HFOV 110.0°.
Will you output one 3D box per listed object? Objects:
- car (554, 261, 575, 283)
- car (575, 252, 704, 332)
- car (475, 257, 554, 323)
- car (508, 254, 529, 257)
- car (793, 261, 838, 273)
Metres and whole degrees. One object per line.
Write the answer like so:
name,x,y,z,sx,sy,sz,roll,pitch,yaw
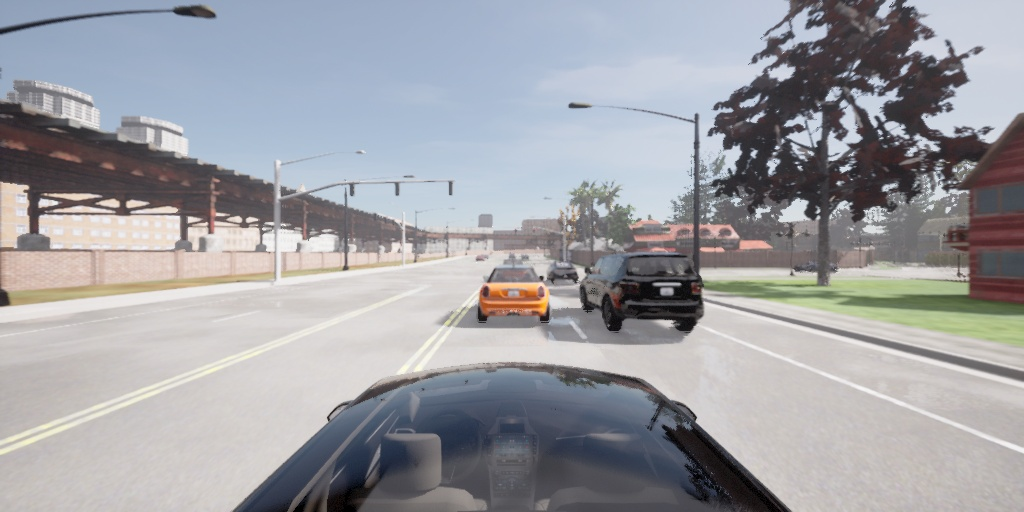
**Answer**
car,3.548,1.133,26.015,2.128,1.511,4.902,0,0,0
car,3.556,0.931,10.875,2.150,2.045,5.566,0,-1,0
car,0.061,1.053,12.130,2.097,1.767,4.553,0,0,0
car,0.059,0.975,27.769,2.097,1.767,4.553,0,0,0
car,34.706,1.204,41.117,4.181,1.385,1.994,0,0,-1
